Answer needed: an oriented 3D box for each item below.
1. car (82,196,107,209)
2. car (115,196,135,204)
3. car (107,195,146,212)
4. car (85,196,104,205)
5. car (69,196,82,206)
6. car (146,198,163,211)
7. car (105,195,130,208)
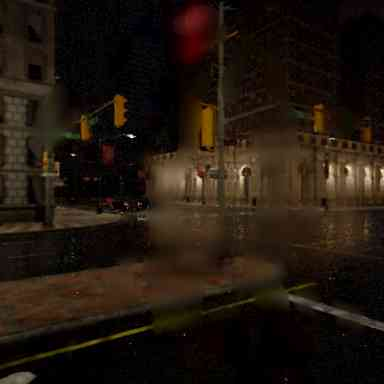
[{"bbox_3d":[-13.038,1.475,46.191,2.128,1.511,4.902,0,0,-35],"label":"car"},{"bbox_3d":[-13.029,1.464,64.598,2.128,1.511,4.902,0,0,-35],"label":"car"},{"bbox_3d":[-7.701,1.336,38.756,2.097,1.767,4.553,0,0,-36],"label":"car"},{"bbox_3d":[-16.942,1.505,57.856,1.812,1.442,4.674,0,0,-35],"label":"car"},{"bbox_3d":[-18.742,1.487,54.300,1.837,1.490,4.892,0,0,-35],"label":"car"},{"bbox_3d":[-5.416,1.458,41.570,1.882,1.535,5.008,0,0,-36],"label":"car"},{"bbox_3d":[-11.193,1.332,49.644,2.097,1.767,4.553,0,0,-35],"label":"car"}]
